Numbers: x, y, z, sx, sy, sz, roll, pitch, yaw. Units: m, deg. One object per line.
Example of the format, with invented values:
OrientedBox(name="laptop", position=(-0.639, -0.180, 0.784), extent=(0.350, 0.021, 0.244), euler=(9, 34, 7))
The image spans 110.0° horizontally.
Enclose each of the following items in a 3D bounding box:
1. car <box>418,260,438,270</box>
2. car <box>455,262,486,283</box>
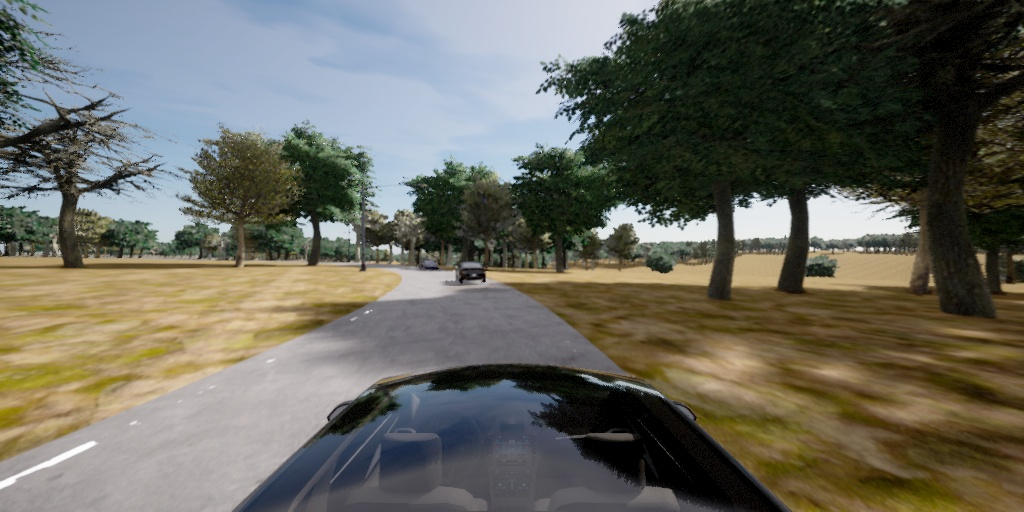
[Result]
OrientedBox(name="car", position=(-11.720, 1.228, 49.939), extent=(1.994, 1.385, 4.181), euler=(0, 0, -27))
OrientedBox(name="car", position=(-3.227, 1.171, 27.229), extent=(1.882, 1.535, 5.008), euler=(0, 0, -14))
